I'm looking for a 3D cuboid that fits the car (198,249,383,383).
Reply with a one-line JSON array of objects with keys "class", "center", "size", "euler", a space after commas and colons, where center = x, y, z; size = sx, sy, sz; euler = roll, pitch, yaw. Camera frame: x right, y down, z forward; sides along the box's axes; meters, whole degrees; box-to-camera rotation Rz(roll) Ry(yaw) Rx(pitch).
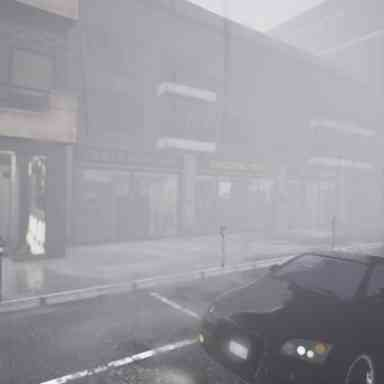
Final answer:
[{"class": "car", "center": [2.147, 1.611, 4.900], "size": [4.181, 1.385, 1.994], "euler": [1, 0, -35]}]
